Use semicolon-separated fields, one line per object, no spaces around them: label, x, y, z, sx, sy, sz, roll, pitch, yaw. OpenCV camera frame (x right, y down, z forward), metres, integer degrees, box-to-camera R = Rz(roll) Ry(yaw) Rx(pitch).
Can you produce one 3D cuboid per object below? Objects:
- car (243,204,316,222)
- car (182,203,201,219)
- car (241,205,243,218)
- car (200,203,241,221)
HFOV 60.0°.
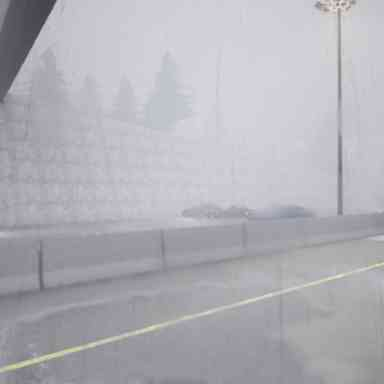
car;5.938;1.556;21.475;5.008;1.535;1.882;0;0;-36
car;1.123;1.704;30.972;4.181;1.385;1.994;0;0;-36
car;6.393;1.700;26.165;4.718;1.301;1.895;0;0;-36
car;3.339;1.720;28.259;4.718;1.301;1.895;0;0;-36
